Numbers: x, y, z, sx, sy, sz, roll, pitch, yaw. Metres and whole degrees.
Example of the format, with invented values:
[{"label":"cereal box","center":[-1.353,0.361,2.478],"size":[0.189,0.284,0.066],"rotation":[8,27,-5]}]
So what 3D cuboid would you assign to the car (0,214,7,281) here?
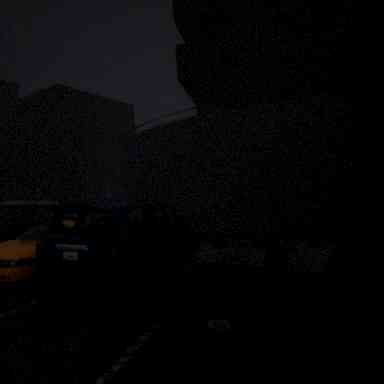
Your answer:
[{"label":"car","center":[-3.935,1.509,9.985],"size":[1.946,1.575,5.366],"rotation":[0,-1,15]}]

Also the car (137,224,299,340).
[{"label":"car","center":[1.002,1.505,6.689],"size":[2.231,1.521,4.892],"rotation":[0,-1,16]}]

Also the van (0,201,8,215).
[{"label":"van","center":[-6.304,1.296,12.010],"size":[1.878,1.987,4.442],"rotation":[0,-1,15]}]

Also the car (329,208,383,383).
[{"label":"car","center":[3.457,1.248,4.958],"size":[2.435,2.045,5.566],"rotation":[0,-1,16]}]

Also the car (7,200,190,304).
[{"label":"car","center":[-1.435,1.258,8.465],"size":[2.435,2.045,5.566],"rotation":[0,-1,15]}]
